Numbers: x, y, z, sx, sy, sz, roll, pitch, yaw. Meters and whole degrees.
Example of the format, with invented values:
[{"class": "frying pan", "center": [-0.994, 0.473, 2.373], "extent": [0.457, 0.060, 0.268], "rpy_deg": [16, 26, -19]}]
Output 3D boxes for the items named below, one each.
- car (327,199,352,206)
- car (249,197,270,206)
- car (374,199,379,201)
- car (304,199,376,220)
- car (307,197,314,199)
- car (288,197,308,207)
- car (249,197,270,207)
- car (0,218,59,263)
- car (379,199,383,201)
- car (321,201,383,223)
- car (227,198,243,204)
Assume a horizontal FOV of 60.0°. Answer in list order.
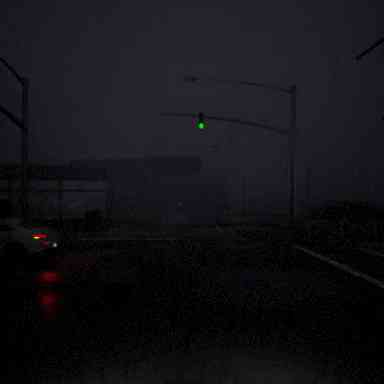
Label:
[{"class": "car", "center": [31.432, 2.196, 70.886], "extent": [4.514, 1.523, 2.007], "rpy_deg": [0, -1, 0]}, {"class": "car", "center": [13.559, 1.925, 67.206], "extent": [3.866, 1.878, 1.905], "rpy_deg": [0, -1, 0]}, {"class": "car", "center": [20.716, 1.846, 41.480], "extent": [3.633, 1.501, 1.845], "rpy_deg": [0, -1, 0]}, {"class": "car", "center": [13.061, 1.707, 29.622], "extent": [5.027, 1.636, 2.152], "rpy_deg": [0, -1, 0]}, {"class": "car", "center": [20.742, 1.950, 51.473], "extent": [4.514, 1.523, 2.007], "rpy_deg": [0, -1, 0]}, {"class": "car", "center": [21.433, 1.906, 63.932], "extent": [4.605, 1.855, 1.932], "rpy_deg": [0, -1, 0]}, {"class": "car", "center": [12.954, 2.167, 63.877], "extent": [3.806, 1.475, 1.970], "rpy_deg": [0, -1, 0]}, {"class": "car", "center": [-7.270, 1.677, 12.045], "extent": [4.674, 1.442, 1.812], "rpy_deg": [0, -1, -1]}, {"class": "car", "center": [38.487, 2.086, 67.236], "extent": [3.806, 1.475, 1.970], "rpy_deg": [0, -1, 0]}, {"class": "car", "center": [13.119, 1.676, 26.486], "extent": [4.514, 1.523, 2.007], "rpy_deg": [0, -1, 0]}, {"class": "car", "center": [11.632, 2.295, 89.830], "extent": [4.553, 1.767, 2.097], "rpy_deg": [0, -1, 0]}]
